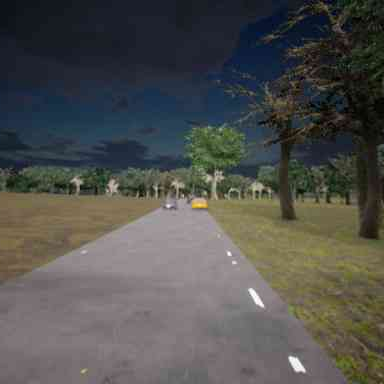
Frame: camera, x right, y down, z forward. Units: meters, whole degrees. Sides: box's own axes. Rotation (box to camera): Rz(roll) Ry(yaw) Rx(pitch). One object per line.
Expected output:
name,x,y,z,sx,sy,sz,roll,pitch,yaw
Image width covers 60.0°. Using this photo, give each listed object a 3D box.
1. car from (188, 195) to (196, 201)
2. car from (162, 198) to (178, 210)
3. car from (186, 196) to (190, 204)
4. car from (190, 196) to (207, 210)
car,-0.031,1.481,77.604,1.895,1.301,4.718,0,0,0
car,-2.849,1.551,43.050,2.128,1.511,4.902,0,0,0
car,-0.025,1.523,62.201,1.837,1.490,4.892,0,0,0
car,0.945,1.536,43.665,1.882,1.535,5.008,0,0,0
